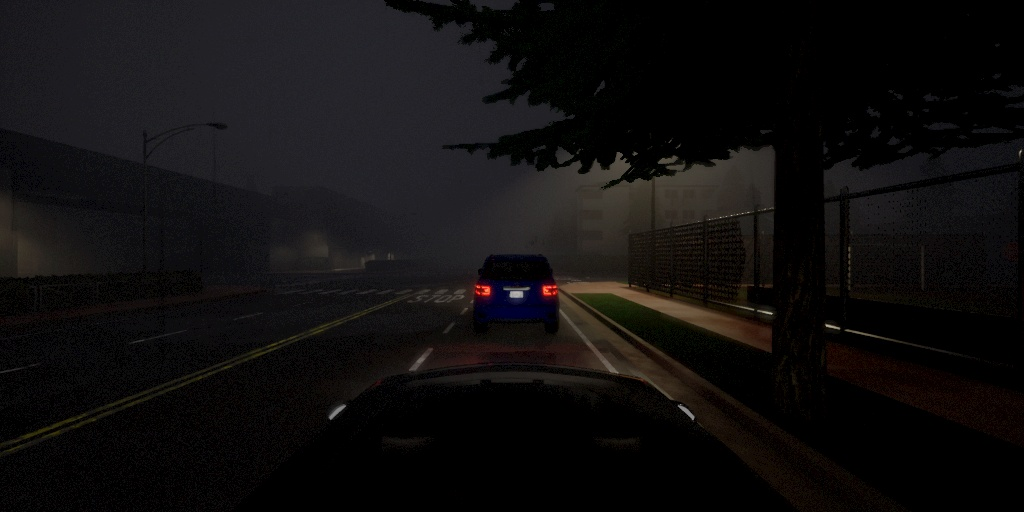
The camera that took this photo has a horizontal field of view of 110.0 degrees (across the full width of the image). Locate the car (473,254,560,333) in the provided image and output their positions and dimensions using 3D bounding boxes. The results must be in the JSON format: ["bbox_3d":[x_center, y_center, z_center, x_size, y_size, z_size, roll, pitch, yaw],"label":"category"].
[{"bbox_3d":[0.112,0.972,10.878,2.150,2.045,5.566,0,0,0],"label":"car"}]

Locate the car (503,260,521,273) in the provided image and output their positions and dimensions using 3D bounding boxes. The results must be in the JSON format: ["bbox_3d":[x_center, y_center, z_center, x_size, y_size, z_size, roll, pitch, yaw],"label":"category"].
[{"bbox_3d":[0.010,1.242,45.734,2.128,1.511,4.902,0,0,0],"label":"car"}]
